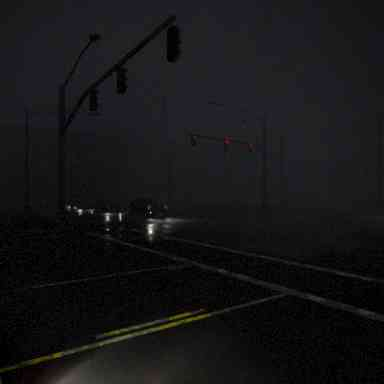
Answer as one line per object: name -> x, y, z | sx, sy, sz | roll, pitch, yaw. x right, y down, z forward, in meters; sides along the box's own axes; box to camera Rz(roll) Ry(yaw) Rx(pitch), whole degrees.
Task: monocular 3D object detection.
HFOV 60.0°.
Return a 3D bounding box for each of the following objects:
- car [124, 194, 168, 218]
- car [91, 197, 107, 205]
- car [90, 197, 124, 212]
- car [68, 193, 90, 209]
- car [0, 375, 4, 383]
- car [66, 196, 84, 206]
car -> -4.054, 1.352, 30.447 | 2.097, 1.767, 4.553 | 0, 0, -36
car -> -16.614, 1.601, 59.606 | 1.895, 1.301, 4.718 | 0, 0, -5
car -> -9.832, 1.526, 38.456 | 1.812, 1.442, 4.674 | 0, 0, -36
car -> -15.569, 1.221, 46.641 | 2.150, 2.045, 5.566 | 0, 0, -33
car -> -3.664, 1.547, 1.195 | 5.357, 1.411, 2.033 | 0, 0, -35
car -> -19.602, 1.492, 56.030 | 2.128, 1.511, 4.902 | 0, 0, -10
